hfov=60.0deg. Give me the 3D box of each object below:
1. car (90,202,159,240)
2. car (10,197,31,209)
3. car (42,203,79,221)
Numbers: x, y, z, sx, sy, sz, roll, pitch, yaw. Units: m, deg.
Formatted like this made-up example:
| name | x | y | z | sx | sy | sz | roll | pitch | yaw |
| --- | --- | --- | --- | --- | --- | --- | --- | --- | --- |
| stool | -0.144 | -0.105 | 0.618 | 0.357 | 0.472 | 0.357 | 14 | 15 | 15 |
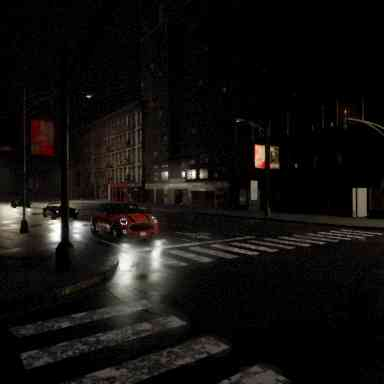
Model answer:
| name | x | y | z | sx | sy | sz | roll | pitch | yaw |
| --- | --- | --- | --- | --- | --- | --- | --- | --- | --- |
| car | -3.557 | 1.342 | 17.113 | 2.097 | 1.767 | 4.553 | 0 | 0 | -36 |
| car | -22.414 | 1.420 | 43.485 | 1.812 | 1.442 | 4.674 | 0 | 0 | -35 |
| car | -10.798 | 1.554 | 27.201 | 1.895 | 1.301 | 4.718 | 0 | 0 | -36 |
